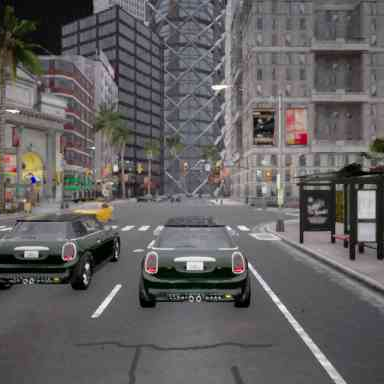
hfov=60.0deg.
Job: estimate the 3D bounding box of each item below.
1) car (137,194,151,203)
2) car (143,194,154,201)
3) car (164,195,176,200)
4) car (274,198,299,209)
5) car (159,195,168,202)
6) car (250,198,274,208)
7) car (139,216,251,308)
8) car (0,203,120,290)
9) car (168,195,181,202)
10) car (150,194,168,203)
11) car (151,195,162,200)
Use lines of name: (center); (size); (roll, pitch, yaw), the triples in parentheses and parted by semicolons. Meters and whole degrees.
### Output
car: (-10.481, 1.595, 70.455); (1.895, 1.301, 4.718); (0, 0, 0)
car: (-10.475, 1.355, 80.750); (2.097, 1.767, 4.553); (0, 0, 0)
car: (-6.011, 1.540, 91.213); (2.033, 1.411, 5.357); (0, 0, 10)
car: (13.449, 1.564, 43.576); (4.181, 1.385, 1.994); (0, 0, 0)
car: (-6.976, 1.524, 80.676); (1.812, 1.442, 4.674); (0, 0, 0)
car: (11.025, 1.548, 47.231); (5.357, 1.411, 2.033); (0, 0, 3)
car: (0.066, 1.352, 8.104); (2.097, 1.767, 4.553); (0, 0, 0)
car: (-3.427, 1.352, 9.247); (2.097, 1.767, 4.553); (0, 0, 0)
car: (-3.472, 1.355, 73.403); (2.097, 1.767, 4.553); (0, 0, 0)
car: (-6.981, 1.525, 70.499); (2.128, 1.511, 4.902); (0, 0, 0)
car: (-9.632, 1.595, 90.920); (1.895, 1.301, 4.718); (0, 0, 10)
